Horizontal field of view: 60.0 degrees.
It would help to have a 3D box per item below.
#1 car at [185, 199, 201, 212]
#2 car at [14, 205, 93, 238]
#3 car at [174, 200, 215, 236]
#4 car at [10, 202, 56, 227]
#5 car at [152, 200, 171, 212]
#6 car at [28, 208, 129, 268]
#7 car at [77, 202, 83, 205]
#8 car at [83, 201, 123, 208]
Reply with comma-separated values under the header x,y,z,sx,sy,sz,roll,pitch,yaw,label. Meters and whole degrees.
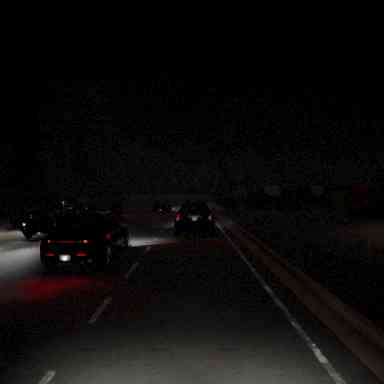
x,y,z,sx,sy,sz,roll,pitch,yaw,label
0.119,1.588,40.321,1.895,1.301,4.718,0,0,1,car
-7.054,1.594,17.552,1.895,1.301,4.718,0,0,0,car
0.127,1.347,18.517,2.097,1.767,4.553,0,0,0,car
-10.529,1.467,22.960,1.882,1.535,5.008,0,0,0,car
-3.340,1.588,37.395,1.895,1.301,4.718,0,0,0,car
-3.383,1.501,11.281,1.837,1.490,4.892,0,0,0,car
-10.451,1.587,32.936,1.895,1.301,4.718,0,0,0,car
-6.988,1.481,27.711,2.128,1.511,4.902,0,0,1,car
